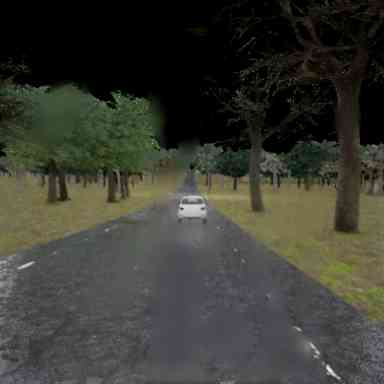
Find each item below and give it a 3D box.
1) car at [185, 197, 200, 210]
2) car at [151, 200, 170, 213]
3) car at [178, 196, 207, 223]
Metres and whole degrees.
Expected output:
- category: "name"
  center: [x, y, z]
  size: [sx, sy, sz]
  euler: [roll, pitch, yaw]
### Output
- category: "car"
  center: [0.063, 1.495, 44.748]
  size: [1.812, 1.442, 4.674]
  euler: [0, 1, 0]
- category: "car"
  center: [-3.535, 1.643, 37.999]
  size: [1.895, 1.301, 4.718]
  euler: [0, 0, 0]
- category: "car"
  center: [0.044, 1.330, 26.681]
  size: [2.150, 2.045, 5.566]
  euler: [0, 0, 0]
